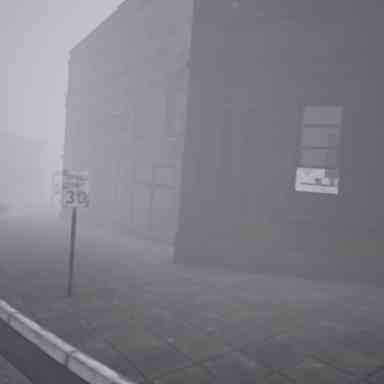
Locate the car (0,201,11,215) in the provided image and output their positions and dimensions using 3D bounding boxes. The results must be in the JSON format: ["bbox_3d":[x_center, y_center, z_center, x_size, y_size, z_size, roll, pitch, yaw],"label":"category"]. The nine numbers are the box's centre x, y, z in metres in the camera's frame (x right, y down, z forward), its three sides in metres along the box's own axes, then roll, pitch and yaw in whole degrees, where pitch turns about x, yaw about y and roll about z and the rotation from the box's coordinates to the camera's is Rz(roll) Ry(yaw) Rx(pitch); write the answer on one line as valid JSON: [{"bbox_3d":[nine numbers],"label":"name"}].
[{"bbox_3d":[-19.191,1.485,32.117,1.882,1.535,5.008,4,-1,-9],"label":"car"}]
